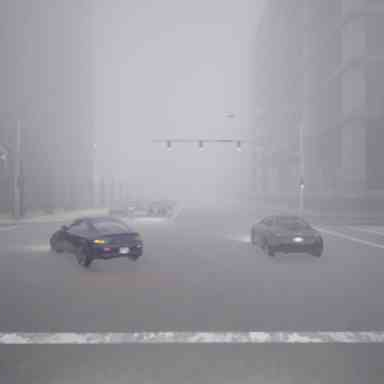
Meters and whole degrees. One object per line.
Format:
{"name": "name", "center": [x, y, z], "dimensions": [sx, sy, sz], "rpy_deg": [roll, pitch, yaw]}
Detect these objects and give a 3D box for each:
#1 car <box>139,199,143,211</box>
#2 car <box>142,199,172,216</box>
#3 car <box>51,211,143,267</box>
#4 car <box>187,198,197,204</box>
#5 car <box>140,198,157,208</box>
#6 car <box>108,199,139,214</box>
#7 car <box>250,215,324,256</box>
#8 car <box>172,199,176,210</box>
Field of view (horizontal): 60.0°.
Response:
{"name": "car", "center": [-7.088, 1.713, 43.818], "dimensions": [1.837, 1.490, 4.892], "rpy_deg": [0, 0, 0]}
{"name": "car", "center": [-3.601, 1.659, 35.299], "dimensions": [2.128, 1.511, 4.902], "rpy_deg": [0, 0, 0]}
{"name": "car", "center": [-3.396, 1.552, 11.598], "dimensions": [1.812, 1.442, 4.674], "rpy_deg": [1, -1, -38]}
{"name": "car", "center": [-0.011, 1.899, 72.954], "dimensions": [1.994, 1.385, 4.181], "rpy_deg": [0, 0, 0]}
{"name": "car", "center": [-7.012, 1.805, 54.265], "dimensions": [2.033, 1.411, 5.357], "rpy_deg": [0, 0, 0]}
{"name": "car", "center": [-7.103, 1.709, 34.084], "dimensions": [2.033, 1.411, 5.357], "rpy_deg": [0, 0, 0]}
{"name": "car", "center": [3.597, 1.596, 13.263], "dimensions": [1.994, 1.385, 4.181], "rpy_deg": [0, 0, 0]}
{"name": "car", "center": [-3.582, 1.691, 44.890], "dimensions": [1.882, 1.535, 5.008], "rpy_deg": [0, 0, 0]}
